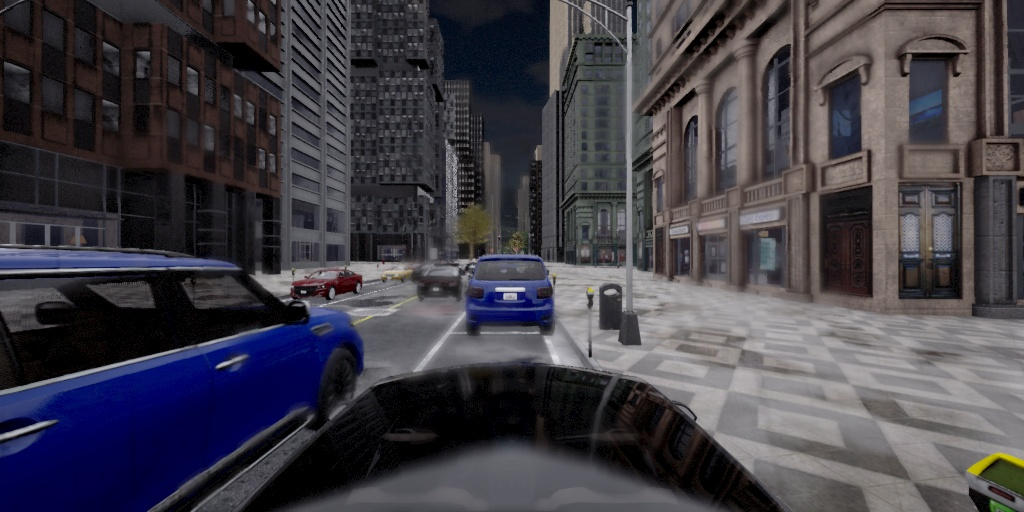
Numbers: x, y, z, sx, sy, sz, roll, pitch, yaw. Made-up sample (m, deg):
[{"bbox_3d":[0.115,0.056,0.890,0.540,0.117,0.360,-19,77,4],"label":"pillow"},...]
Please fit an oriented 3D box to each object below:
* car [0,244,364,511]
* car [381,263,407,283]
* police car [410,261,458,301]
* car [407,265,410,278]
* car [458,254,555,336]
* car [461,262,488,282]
[{"bbox_3d":[-3.047,0.968,2.460,2.150,2.045,5.566,0,0,0],"label":"car"},{"bbox_3d":[-8.921,1.277,28.459,1.751,1.417,4.829,0,0,0],"label":"car"},{"bbox_3d":[-3.143,1.176,17.428,1.930,1.638,5.238,0,0,0],"label":"police car"},{"bbox_3d":[-6.233,1.230,27.550,1.882,1.535,5.008,0,0,0],"label":"car"},{"bbox_3d":[-0.039,0.979,10.530,2.150,2.045,5.566,0,0,0],"label":"car"},{"bbox_3d":[-3.058,1.278,30.139,1.812,1.442,4.674,0,0,0],"label":"car"}]
